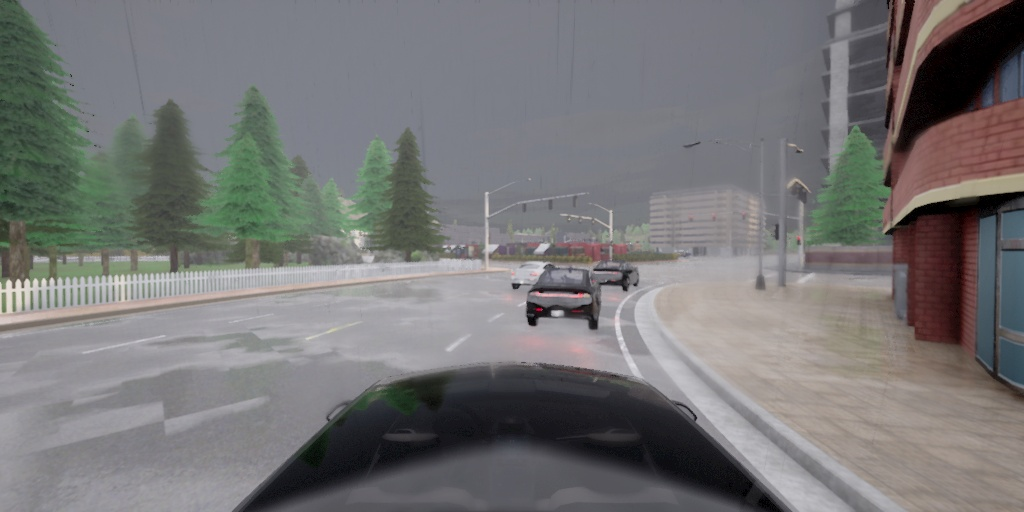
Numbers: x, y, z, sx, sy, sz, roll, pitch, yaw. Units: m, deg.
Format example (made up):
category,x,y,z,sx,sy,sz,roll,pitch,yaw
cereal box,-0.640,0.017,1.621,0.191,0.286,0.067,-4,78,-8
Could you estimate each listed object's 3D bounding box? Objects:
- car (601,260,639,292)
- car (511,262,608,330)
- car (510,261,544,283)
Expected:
category,x,y,z,sx,sy,sz,roll,pitch,yaw
car,5.586,0.977,19.317,2.128,1.511,4.902,1,1,28
car,1.695,1.104,10.750,2.128,1.511,4.902,0,1,15
car,1.510,1.005,19.384,1.812,1.442,4.674,1,1,27
